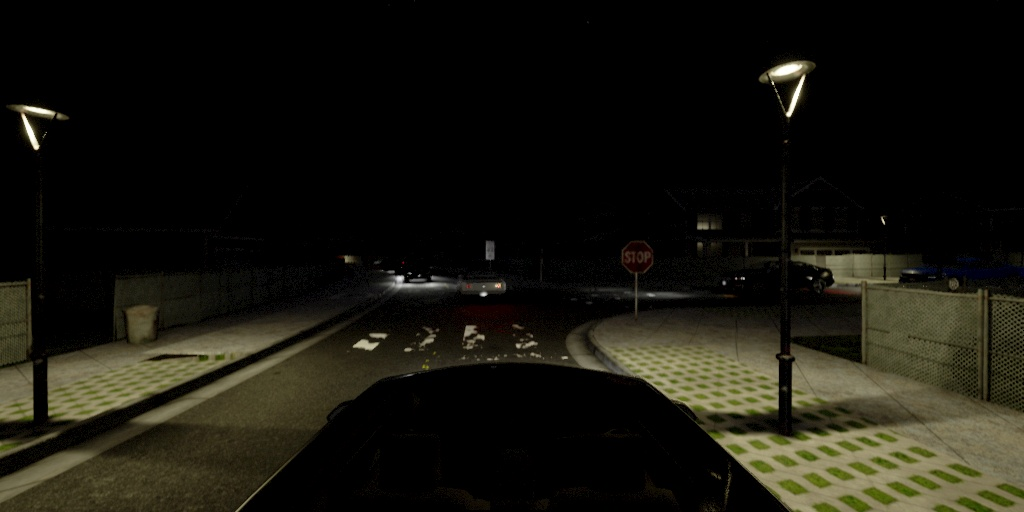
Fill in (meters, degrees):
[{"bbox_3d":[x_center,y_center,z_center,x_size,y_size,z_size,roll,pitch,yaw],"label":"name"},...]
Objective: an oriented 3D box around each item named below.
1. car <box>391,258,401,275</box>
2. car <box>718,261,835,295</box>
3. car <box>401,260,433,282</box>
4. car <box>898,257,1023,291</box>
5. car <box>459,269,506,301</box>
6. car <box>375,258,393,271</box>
[{"bbox_3d":[-10.837,1.177,36.663,1.895,1.301,4.718,0,0,-25],"label":"car"},{"bbox_3d":[12.419,0.972,16.989,4.902,1.511,2.128,-1,1,-3],"label":"car"},{"bbox_3d":[-7.242,1.124,27.284,1.837,1.490,4.892,0,0,-19],"label":"car"},{"bbox_3d":[21.895,0.843,17.549,5.008,1.535,1.882,-1,1,-4],"label":"car"},{"bbox_3d":[-1.560,1.271,17.018,1.895,1.301,4.718,0,0,-10],"label":"car"},{"bbox_3d":[-15.605,1.090,45.796,2.033,1.411,5.357,0,0,-31],"label":"car"}]
